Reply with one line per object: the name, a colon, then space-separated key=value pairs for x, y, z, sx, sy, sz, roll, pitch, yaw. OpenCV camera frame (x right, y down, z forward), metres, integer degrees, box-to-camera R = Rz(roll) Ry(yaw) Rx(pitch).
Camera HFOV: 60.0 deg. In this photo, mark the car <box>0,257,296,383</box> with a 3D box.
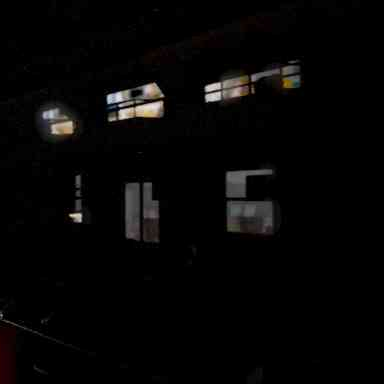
car: x=-1.101 y=1.468 z=3.660 sx=4.097 sy=1.590 sz=1.967 roll=-1 pitch=0 yaw=36
